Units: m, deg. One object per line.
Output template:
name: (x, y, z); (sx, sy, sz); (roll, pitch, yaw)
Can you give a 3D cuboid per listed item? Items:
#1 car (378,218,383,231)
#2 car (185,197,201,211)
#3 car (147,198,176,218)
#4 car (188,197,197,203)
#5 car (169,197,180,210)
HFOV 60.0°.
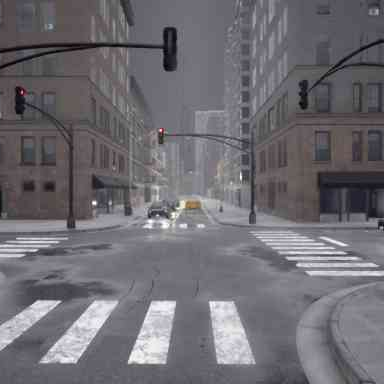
car: (12.379, 1.564, 17.904); (4.313, 1.339, 1.947); (0, 0, 0)
car: (0.125, 1.497, 41.701); (1.882, 1.535, 5.008); (0, 0, 0)
car: (-2.831, 1.556, 30.010); (2.033, 1.411, 5.357); (0, 0, 0)
car: (0.148, 1.671, 70.052); (1.895, 1.301, 4.718); (0, 0, 0)
car: (-2.820, 1.522, 39.839); (1.837, 1.490, 4.892); (0, 0, 0)
